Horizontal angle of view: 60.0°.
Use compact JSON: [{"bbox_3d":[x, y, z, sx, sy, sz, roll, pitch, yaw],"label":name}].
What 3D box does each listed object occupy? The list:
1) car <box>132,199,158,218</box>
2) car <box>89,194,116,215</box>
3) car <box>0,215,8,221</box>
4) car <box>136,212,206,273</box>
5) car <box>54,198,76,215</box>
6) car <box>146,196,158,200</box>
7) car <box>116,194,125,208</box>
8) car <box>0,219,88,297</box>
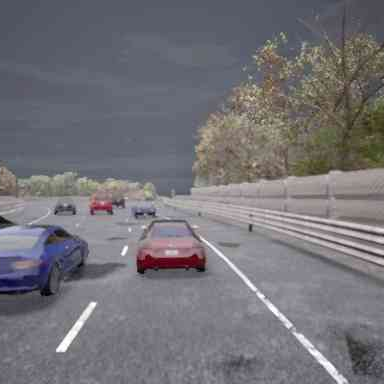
[{"bbox_3d":[-4.527,1.651,30.817,1.895,1.301,4.718,0,0,-14],"label":"car"},{"bbox_3d":[-9.809,1.297,35.733,2.150,2.045,5.566,0,0,-19],"label":"car"},{"bbox_3d":[-7.929,1.569,12.702,1.812,1.442,4.674,0,0,-7],"label":"car"},{"bbox_3d":[-0.714,1.578,10.824,1.994,1.385,4.181,0,0,-5],"label":"car"},{"bbox_3d":[-13.686,1.443,36.053,2.097,1.767,4.553,0,0,-20],"label":"car"},{"bbox_3d":[-10.349,1.646,82.501,1.837,1.490,4.892,0,-1,1],"label":"car"},{"bbox_3d":[-11.338,1.317,48.524,2.150,2.045,5.566,0,0,-25],"label":"car"},{"bbox_3d":[-4.000,1.550,8.455,1.812,1.442,4.674,0,0,-5],"label":"car"}]
